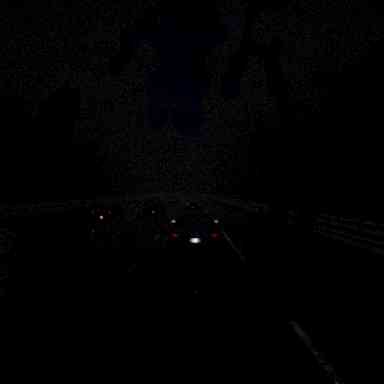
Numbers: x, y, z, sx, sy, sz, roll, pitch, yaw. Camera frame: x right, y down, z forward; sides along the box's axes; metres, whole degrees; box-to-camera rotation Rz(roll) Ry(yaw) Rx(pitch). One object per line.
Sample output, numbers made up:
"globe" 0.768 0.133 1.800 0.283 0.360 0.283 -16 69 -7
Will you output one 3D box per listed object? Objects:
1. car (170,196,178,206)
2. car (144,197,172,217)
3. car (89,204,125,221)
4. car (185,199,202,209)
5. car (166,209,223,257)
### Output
"car" -3.345 1.510 56.807 1.837 1.490 4.892 0 0 0
"car" -3.372 1.505 31.327 2.128 1.511 4.902 0 0 0
"car" -6.875 1.608 27.491 1.895 1.301 4.718 0 0 0
"car" 0.137 1.546 40.376 1.812 1.442 4.674 0 0 0
"car" 0.108 1.577 13.027 1.994 1.385 4.181 0 0 0
